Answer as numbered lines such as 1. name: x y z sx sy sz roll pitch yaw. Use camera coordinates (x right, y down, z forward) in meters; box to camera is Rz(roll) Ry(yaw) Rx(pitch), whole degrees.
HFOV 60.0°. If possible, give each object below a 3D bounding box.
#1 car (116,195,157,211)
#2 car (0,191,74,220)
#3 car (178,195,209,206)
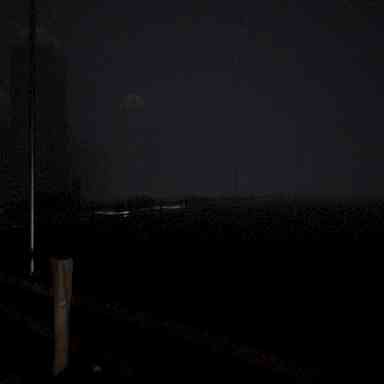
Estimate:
1. car: -5.769 1.071 34.778 1.882 1.535 5.008 1 1 35
2. car: -11.973 0.971 25.968 2.150 2.045 5.566 1 1 35
3. car: 0.166 1.050 43.184 1.895 1.301 4.718 1 1 35
